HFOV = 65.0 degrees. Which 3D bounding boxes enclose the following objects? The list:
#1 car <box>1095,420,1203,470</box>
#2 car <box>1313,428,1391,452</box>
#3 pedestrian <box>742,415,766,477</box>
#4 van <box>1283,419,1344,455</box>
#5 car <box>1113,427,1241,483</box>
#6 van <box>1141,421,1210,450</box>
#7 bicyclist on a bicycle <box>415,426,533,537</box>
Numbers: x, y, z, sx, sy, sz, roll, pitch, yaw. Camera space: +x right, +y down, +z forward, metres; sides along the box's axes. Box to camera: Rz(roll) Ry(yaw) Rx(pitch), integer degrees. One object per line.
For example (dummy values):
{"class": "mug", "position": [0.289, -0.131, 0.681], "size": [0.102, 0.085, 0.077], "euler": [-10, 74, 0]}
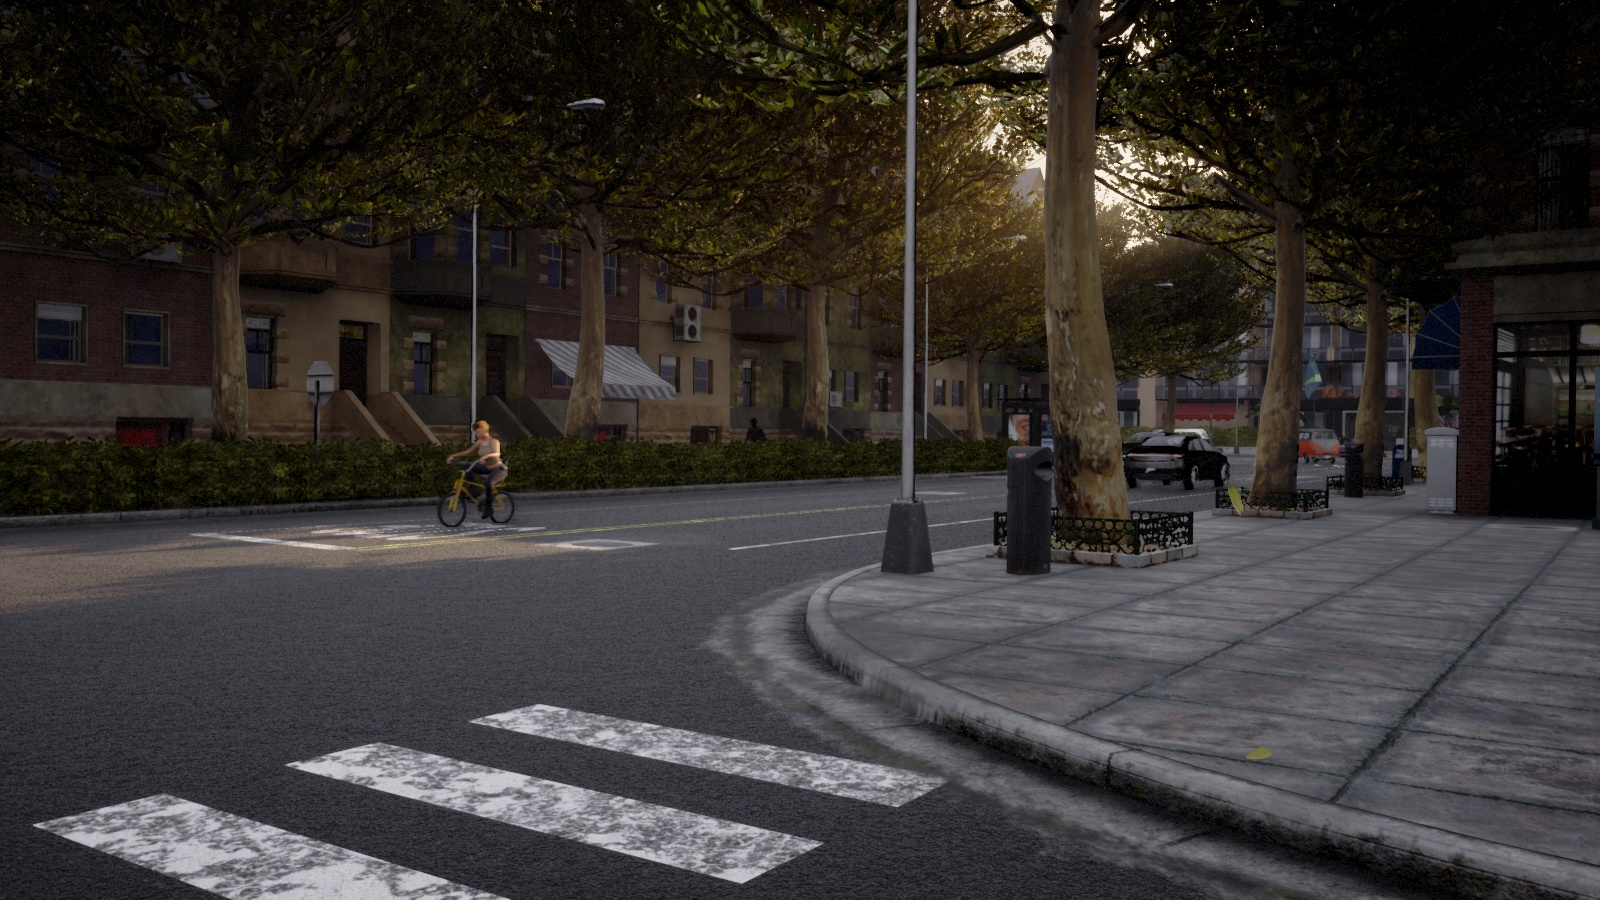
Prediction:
{"class": "car", "position": [12.431, -0.210, 44.495], "size": [2.152, 1.651, 5.027], "euler": [0, 1, 34]}
{"class": "car", "position": [34.868, -0.654, 79.347], "size": [4.193, 1.474, 1.816], "euler": [0, 1, 34]}
{"class": "pedestrian", "position": [-1.423, -0.133, 39.107], "size": [0.395, 1.930, 0.692], "euler": [0, 1, 36]}
{"class": "van", "position": [29.232, -0.759, 71.647], "size": [1.775, 1.987, 4.442], "euler": [0, 1, 2]}
{"class": "car", "position": [10.924, 0.096, 36.110], "size": [2.128, 1.511, 4.902], "euler": [0, 1, 34]}
{"class": "van", "position": [27.714, -1.061, 92.668], "size": [4.480, 2.038, 2.069], "euler": [0, 1, 34]}
{"class": "bicyclist on a bicycle", "position": [-4.953, 0.450, 19.141], "size": [0.866, 1.612, 1.509], "euler": [0, 1, 35]}
